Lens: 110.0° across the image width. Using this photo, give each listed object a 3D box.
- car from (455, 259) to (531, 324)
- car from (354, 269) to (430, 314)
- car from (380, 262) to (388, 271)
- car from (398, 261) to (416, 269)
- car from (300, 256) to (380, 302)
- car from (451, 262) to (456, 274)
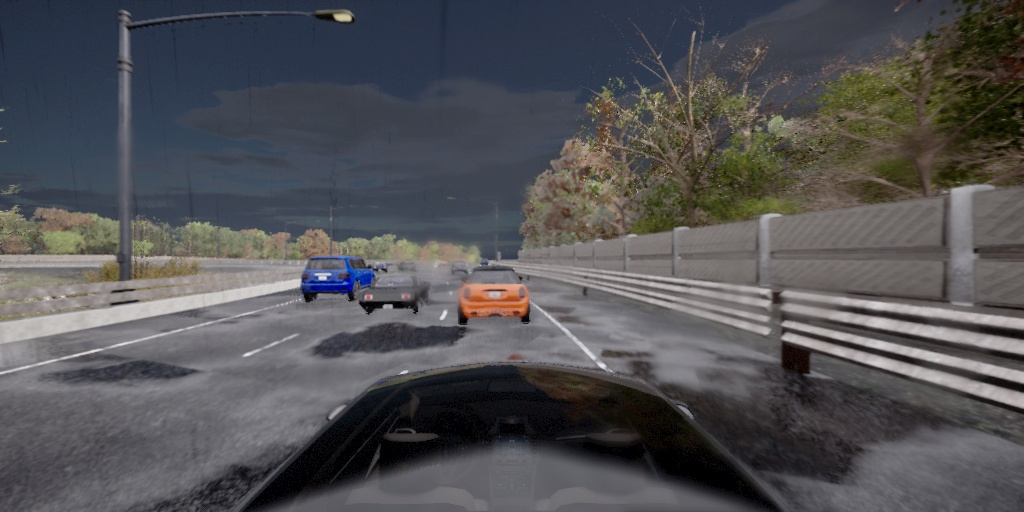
[{"bbox_3d":[-0.669,1.118,12.258,2.097,1.767,4.553,0,0,-5],"label":"car"},{"bbox_3d":[-4.328,1.383,14.003,1.895,1.301,4.718,0,0,-7],"label":"car"},{"bbox_3d":[-17.574,1.474,47.118,1.895,1.301,4.718,0,0,-26],"label":"car"},{"bbox_3d":[-14.063,1.353,47.802,2.128,1.511,4.902,0,0,-25],"label":"car"},{"bbox_3d":[-8.349,1.023,17.678,2.150,2.045,5.566,0,0,-9],"label":"car"},{"bbox_3d":[-6.148,1.372,41.968,2.033,1.411,5.357,0,0,-10],"label":"car"}]
